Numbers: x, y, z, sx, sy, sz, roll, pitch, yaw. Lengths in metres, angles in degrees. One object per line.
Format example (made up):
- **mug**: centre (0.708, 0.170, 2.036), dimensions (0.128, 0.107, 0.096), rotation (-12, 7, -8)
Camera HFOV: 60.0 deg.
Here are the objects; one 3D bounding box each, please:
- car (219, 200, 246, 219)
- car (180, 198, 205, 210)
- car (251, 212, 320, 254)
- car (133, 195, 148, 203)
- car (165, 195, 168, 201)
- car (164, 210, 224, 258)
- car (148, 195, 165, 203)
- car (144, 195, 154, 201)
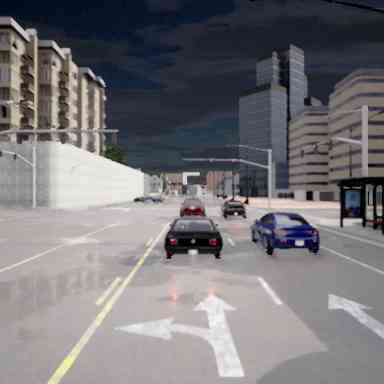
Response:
- **car**: centre (3.564, 1.475, 29.161), dimensions (1.837, 1.490, 4.892), rotation (0, 1, 0)
- **car**: centre (0.060, 1.320, 28.780), dimensions (2.097, 1.767, 4.553), rotation (0, 0, 0)
- **car**: centre (3.563, 1.512, 13.248), dimensions (1.812, 1.442, 4.674), rotation (0, 0, 0)
- **car**: centre (-10.520, 1.486, 66.494), dimensions (1.994, 1.385, 4.181), rotation (0, 0, 0)
- **car**: centre (-7.017, 1.373, 82.223), dimensions (1.882, 1.535, 5.008), rotation (0, 0, 0)
- **car**: centre (0.059, 1.587, 12.617), dimensions (1.895, 1.301, 4.718), rotation (0, 0, 0)
- **car**: centre (-7.020, 1.405, 66.568), dimensions (1.882, 1.535, 5.008), rotation (0, 0, 0)
- **car**: centre (-10.517, 1.491, 82.127), dimensions (1.895, 1.301, 4.718), rotation (0, 0, 0)
